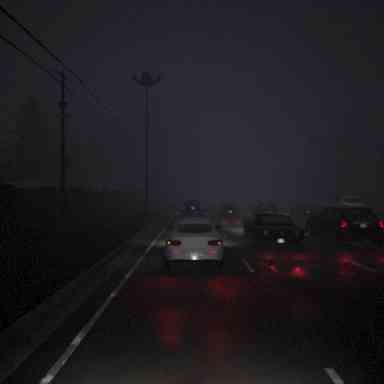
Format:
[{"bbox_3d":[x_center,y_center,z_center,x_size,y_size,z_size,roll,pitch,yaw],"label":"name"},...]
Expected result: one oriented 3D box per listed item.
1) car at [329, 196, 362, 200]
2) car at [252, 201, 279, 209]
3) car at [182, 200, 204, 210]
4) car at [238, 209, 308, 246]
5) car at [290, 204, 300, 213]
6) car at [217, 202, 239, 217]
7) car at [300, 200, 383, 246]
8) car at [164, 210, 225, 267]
[{"bbox_3d":[14.087,1.371,31.367,2.150,2.045,5.566,0,0,0],"label":"car"},{"bbox_3d":[7.086,1.645,32.309,2.128,1.511,4.902,0,0,0],"label":"car"},{"bbox_3d":[0.085,1.504,32.046,2.097,1.767,4.553,0,0,0],"label":"car"},{"bbox_3d":[3.588,1.675,15.601,1.895,1.301,4.718,0,0,0],"label":"car"},{"bbox_3d":[10.586,1.747,30.718,1.895,1.301,4.718,0,0,0],"label":"car"},{"bbox_3d":[3.577,1.684,33.296,1.812,1.442,4.674,0,0,0],"label":"car"},{"bbox_3d":[7.086,1.427,15.861,2.097,1.767,4.553,0,0,0],"label":"car"},{"bbox_3d":[0.075,1.581,11.558,1.812,1.442,4.674,0,0,0],"label":"car"}]
